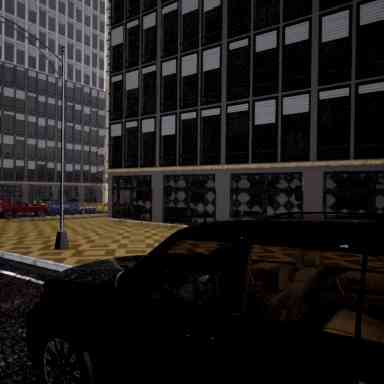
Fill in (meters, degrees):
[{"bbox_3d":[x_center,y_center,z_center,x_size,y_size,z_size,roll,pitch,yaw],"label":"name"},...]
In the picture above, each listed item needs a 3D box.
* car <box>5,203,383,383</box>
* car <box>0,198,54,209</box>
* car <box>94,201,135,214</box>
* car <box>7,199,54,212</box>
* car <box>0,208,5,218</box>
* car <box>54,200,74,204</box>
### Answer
[{"bbox_3d":[0.717,1.221,3.172,5.566,2.045,2.150,0,0,36],"label":"car"},{"bbox_3d":[-16.097,1.517,31.041,2.192,1.841,5.009,1,0,37],"label":"car"},{"bbox_3d":[-9.269,1.828,40.230,1.752,1.417,4.829,1,0,37],"label":"car"},{"bbox_3d":[-19.564,1.641,40.427,1.752,1.417,4.829,1,0,37],"label":"car"},{"bbox_3d":[-7.263,1.347,8.895,4.553,1.767,2.097,0,0,36],"label":"car"},{"bbox_3d":[-16.441,1.720,40.272,2.033,1.411,5.357,1,0,37],"label":"car"}]
